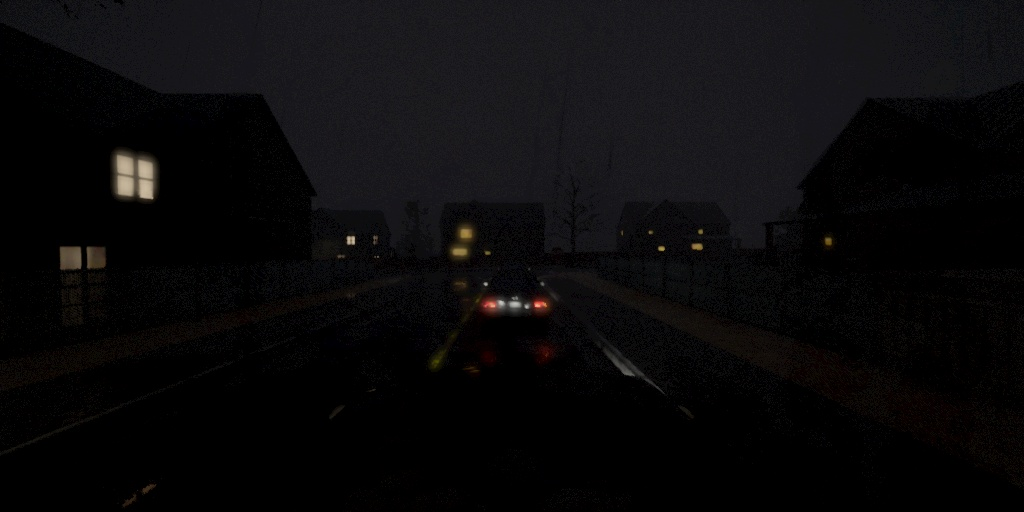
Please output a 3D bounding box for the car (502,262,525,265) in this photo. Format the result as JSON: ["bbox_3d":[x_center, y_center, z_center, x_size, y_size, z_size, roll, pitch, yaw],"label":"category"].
[{"bbox_3d":[0.090,1.041,21.193,2.033,1.411,5.357,0,1,2],"label":"car"}]

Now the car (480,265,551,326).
[{"bbox_3d":[0.078,1.171,10.998,2.033,1.411,5.357,0,1,0],"label":"car"}]

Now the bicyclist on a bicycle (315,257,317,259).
[{"bbox_3d":[-20.244,0.957,37.287,0.582,1.620,1.656,-1,2,0],"label":"bicyclist on a bicycle"}]
